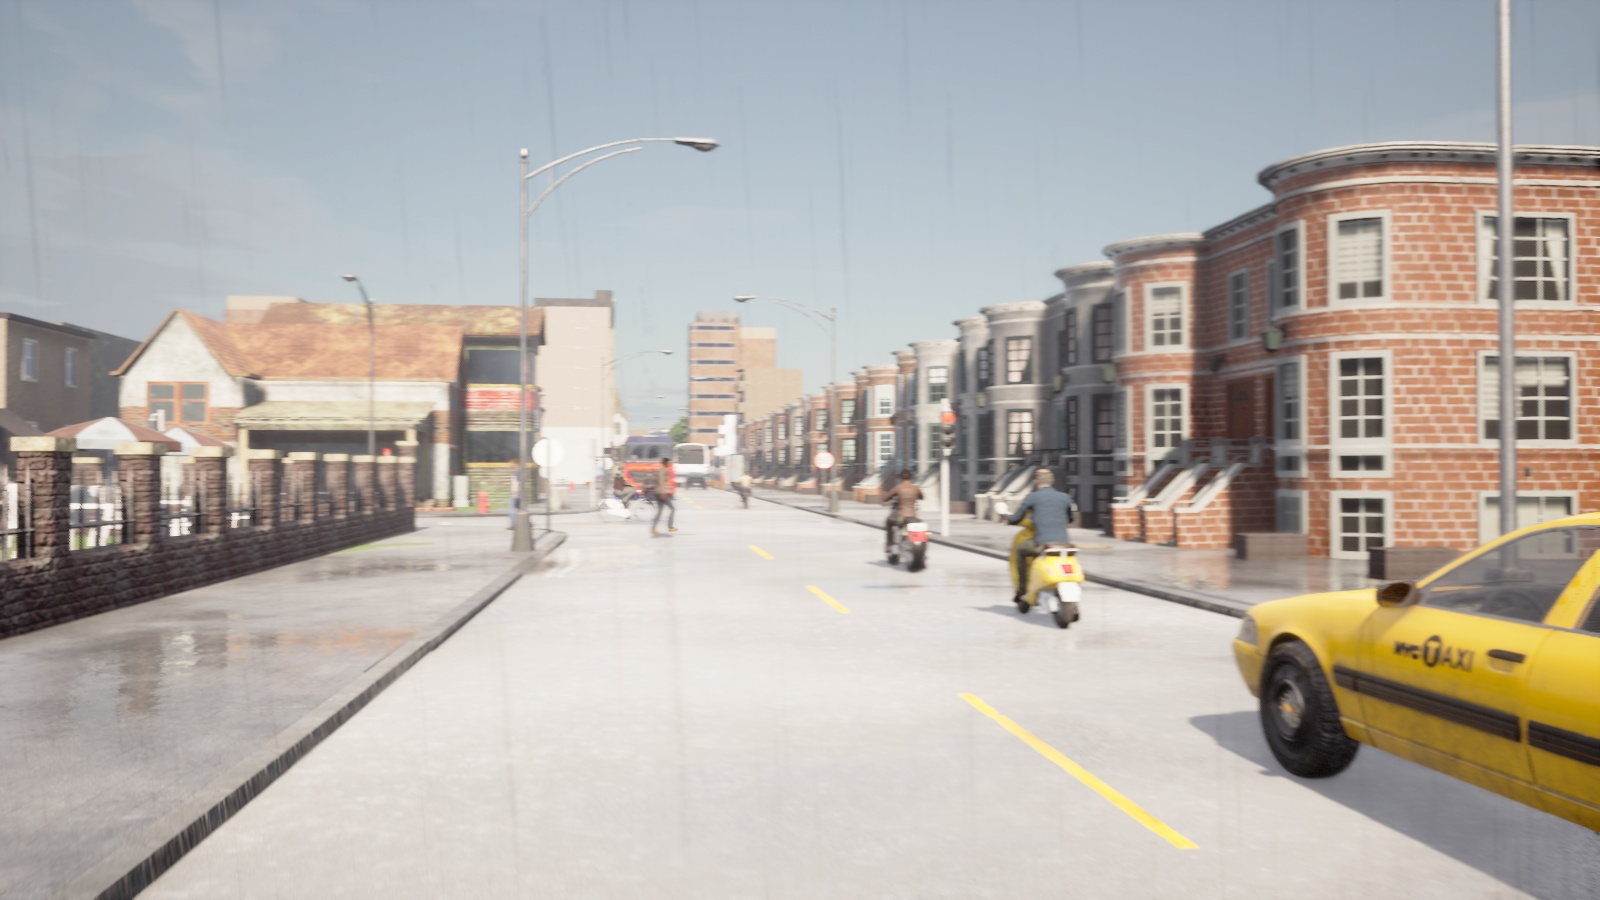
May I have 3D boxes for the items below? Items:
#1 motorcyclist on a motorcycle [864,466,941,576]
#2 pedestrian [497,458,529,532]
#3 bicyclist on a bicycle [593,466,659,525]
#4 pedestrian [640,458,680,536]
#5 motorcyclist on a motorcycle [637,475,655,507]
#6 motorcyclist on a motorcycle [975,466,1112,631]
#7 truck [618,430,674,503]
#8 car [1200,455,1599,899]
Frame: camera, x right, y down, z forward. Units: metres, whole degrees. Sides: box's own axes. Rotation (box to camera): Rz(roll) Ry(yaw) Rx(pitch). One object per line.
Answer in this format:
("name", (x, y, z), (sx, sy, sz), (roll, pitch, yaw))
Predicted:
("motorcyclist on a motorcycle", (1.615, 1.100, 20.244), (0.766, 1.649, 2.350), (0, -1, -7))
("pedestrian", (-7.150, 1.121, 31.278), (0.706, 1.836, 0.354), (0, -1, 1))
("bicyclist on a bicycle", (-5.336, 1.393, 38.506), (1.843, 1.776, 0.659), (0, -3, -28))
("pedestrian", (-3.278, 1.092, 29.384), (0.869, 1.805, 0.328), (0, -1, -19))
("motorcyclist on a motorcycle", (-7.451, 1.960, 60.831), (0.866, 1.530, 2.191), (0, -1, -7))
("motorcyclist on a motorcycle", (2.502, 0.973, 13.123), (0.866, 1.590, 1.817), (0, -1, -7))
("truck", (-8.679, 0.941, 70.687), (2.891, 3.827, 8.468), (0, -1, -7))
("car", (3.579, 0.806, 4.812), (1.801, 1.575, 5.366), (0, -1, -7))
